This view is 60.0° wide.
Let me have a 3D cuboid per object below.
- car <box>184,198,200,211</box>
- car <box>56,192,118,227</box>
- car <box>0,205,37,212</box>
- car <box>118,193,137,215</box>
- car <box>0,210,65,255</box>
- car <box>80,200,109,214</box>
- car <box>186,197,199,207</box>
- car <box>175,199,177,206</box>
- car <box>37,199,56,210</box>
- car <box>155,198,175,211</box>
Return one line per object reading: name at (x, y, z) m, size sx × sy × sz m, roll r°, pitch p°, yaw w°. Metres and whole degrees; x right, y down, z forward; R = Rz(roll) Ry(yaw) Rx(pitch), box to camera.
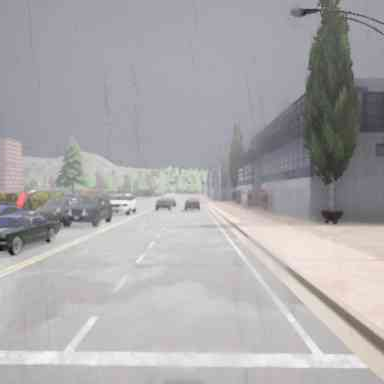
car at (0.039, 1.470, 41.138) m, size 1.882 × 1.535 × 5.008 m, roll 0°, pitch 0°, yaw 0°
car at (-7.054, 1.217, 23.078) m, size 2.150 × 2.045 × 5.566 m, roll 0°, pitch 0°, yaw 0°
car at (-10.574, 1.474, 17.789) m, size 1.882 × 1.535 × 5.008 m, roll 0°, pitch 0°, yaw 0°
car at (-7.026, 1.215, 33.735) m, size 2.150 × 2.045 × 5.566 m, roll 0°, pitch 0°, yaw 1°
car at (-7.071, 1.598, 13.341) m, size 1.895 × 1.301 × 4.718 m, roll 0°, pitch 0°, yaw 0°
car at (-10.526, 1.557, 36.189) m, size 1.994 × 1.385 × 4.181 m, roll 0°, pitch 0°, yaw 0°
car at (0.049, 1.554, 51.619) m, size 1.994 × 1.385 × 4.181 m, roll 0°, pitch 0°, yaw 0°
car at (-3.450, 1.554, 51.626) m, size 1.994 × 1.385 × 4.181 m, roll 0°, pitch 0°, yaw 0°
car at (-10.560, 1.347, 26.304) m, size 2.097 × 1.767 × 4.553 m, roll 0°, pitch 0°, yaw 0°
car at (-3.461, 1.497, 41.141) m, size 1.837 × 1.490 × 4.892 m, roll 0°, pitch 0°, yaw 0°
